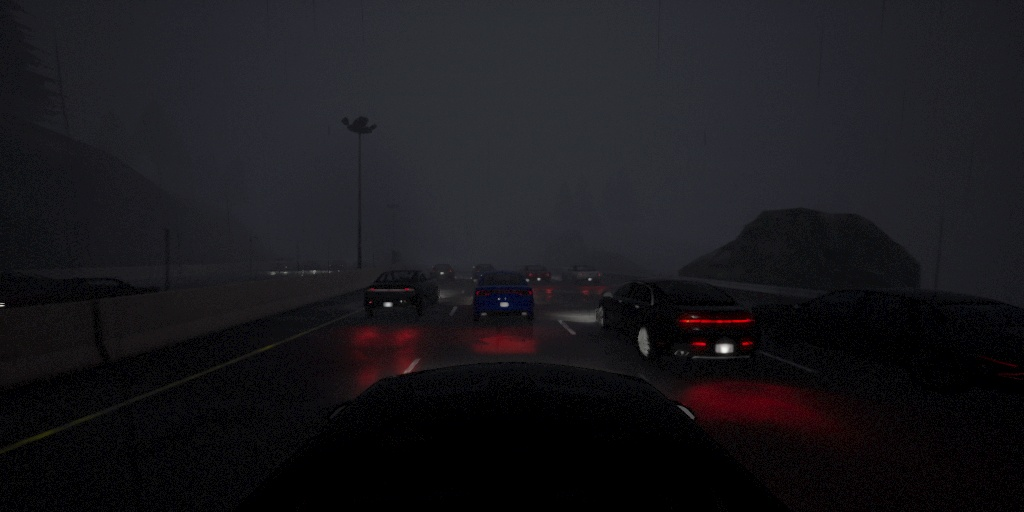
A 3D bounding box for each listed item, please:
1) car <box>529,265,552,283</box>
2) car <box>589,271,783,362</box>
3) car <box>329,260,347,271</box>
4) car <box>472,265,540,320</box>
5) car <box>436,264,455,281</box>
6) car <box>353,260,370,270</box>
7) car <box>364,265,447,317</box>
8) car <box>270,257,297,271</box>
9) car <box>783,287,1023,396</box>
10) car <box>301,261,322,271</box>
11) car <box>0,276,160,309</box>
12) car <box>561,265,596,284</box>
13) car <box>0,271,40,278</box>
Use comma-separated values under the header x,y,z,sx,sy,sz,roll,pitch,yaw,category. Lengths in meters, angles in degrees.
x,y,z,sx,sy,sz,roll,pitch,yaw,category
1.619,1.372,27.830,1.895,1.301,4.718,0,0,-8,car
3.367,1.253,8.236,1.837,1.490,4.892,0,0,-2,car
-25.885,1.338,53.426,1.882,1.535,5.008,0,0,-17,car
-0.363,1.239,12.700,1.882,1.535,5.008,0,0,-3,car
-5.920,1.356,30.667,1.994,1.385,4.181,0,0,-9,car
-21.908,1.342,52.290,2.128,1.511,4.902,0,0,-17,car
-3.904,1.262,13.287,2.128,1.511,4.902,0,0,-4,car
-32.481,1.095,51.138,2.150,2.045,5.566,0,0,-17,car
6.955,1.286,6.580,2.033,1.411,5.357,0,0,-2,car
-29.140,1.393,52.128,1.812,1.442,4.674,0,0,-17,car
-14.485,1.395,11.661,1.895,1.301,4.718,0,0,-4,car
5.203,1.363,27.476,1.895,1.301,4.718,0,0,-8,car
-18.035,1.294,11.967,2.128,1.511,4.902,0,0,-4,car
